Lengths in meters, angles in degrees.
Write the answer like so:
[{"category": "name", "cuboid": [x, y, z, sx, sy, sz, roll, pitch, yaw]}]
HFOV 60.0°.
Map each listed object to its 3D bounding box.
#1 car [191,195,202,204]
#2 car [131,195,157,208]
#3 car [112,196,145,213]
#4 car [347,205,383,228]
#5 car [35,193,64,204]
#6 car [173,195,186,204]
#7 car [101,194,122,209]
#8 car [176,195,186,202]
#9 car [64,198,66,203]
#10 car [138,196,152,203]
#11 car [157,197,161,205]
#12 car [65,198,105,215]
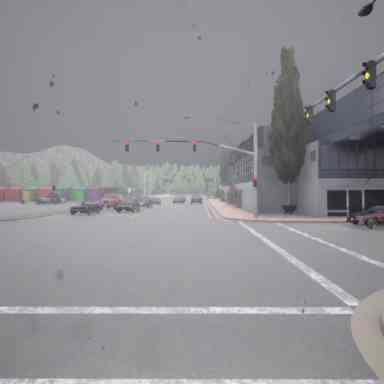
[{"category": "car", "cuboid": [0.855, 1.351, 63.187, 2.097, 1.767, 4.553, 0, 0, 1]}, {"category": "car", "cuboid": [-6.783, 1.491, 47.289, 2.128, 1.511, 4.902, 0, 0, 2]}, {"category": "car", "cuboid": [-7.062, 1.547, 37.409, 2.033, 1.411, 5.357, 0, 0, 1]}, {"category": "car", "cuboid": [12.336, 1.563, 21.445, 4.181, 1.385, 1.994, 0, 0, 0]}, {"category": "car", "cuboid": [-24.757, 1.155, 57.254, 3.866, 1.878, 1.905, 0, 0, 0]}, {"category": "car", "cuboid": [-2.688, 1.562, 65.102, 1.994, 1.385, 4.181, 0, 0, 2]}, {"category": "car", "cuboid": [-10.412, 1.220, 43.279, 2.150, 2.045, 5.566, 0, 0, 2]}, {"category": "car", "cuboid": [-2.401, 1.468, 74.893, 1.994, 1.385, 4.181, 0, 0, 2]}, {"category": "car", "cuboid": [-24.735, 1.394, 60.149, 3.806, 1.475, 1.970, 0, 0, 0]}, {"category": "car", "cuboid": [-9.587, 1.545, 68.650, 2.033, 1.411, 5.357, 0, 0, 2]}, {"category": "car", "cuboid": [-6.470, 1.563, 57.663, 1.994, 1.385, 4.181, 0, 0, 2]}, {"category": "car", "cuboid": [-10.641, 1.600, 33.515, 1.895, 1.301, 4.718, 0, 0, 1]}]
